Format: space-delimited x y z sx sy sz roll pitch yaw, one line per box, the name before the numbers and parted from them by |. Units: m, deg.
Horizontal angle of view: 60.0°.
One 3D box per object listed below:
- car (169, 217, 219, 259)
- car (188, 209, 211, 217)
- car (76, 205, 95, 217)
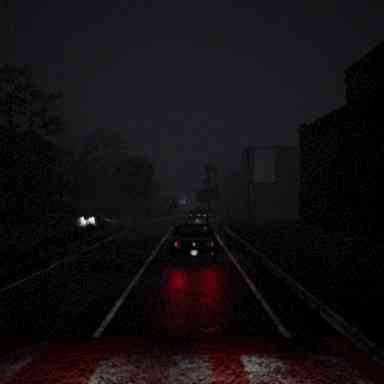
car | 0.072 2.009 14.509 1.895 1.301 4.718 0 -1 0
car | 0.675 2.276 30.853 2.128 1.511 4.902 0 -1 5
car | -14.442 2.557 45.017 2.128 1.511 4.902 -1 0 -28
